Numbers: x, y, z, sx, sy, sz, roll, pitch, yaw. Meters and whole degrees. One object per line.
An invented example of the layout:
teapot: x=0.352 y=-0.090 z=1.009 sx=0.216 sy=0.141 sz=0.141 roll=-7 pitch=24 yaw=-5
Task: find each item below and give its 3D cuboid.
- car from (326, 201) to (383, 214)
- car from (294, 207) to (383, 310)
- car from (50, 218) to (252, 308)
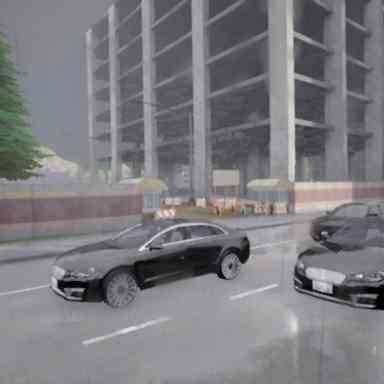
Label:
car: x=6.852 y=1.178 z=13.721 sx=5.008 sy=1.535 sz=1.882 roll=-2 pitch=1 yaw=-38
car: x=4.194 y=1.323 z=7.255 sx=4.902 sy=1.511 sz=2.128 roll=-2 pitch=1 yaw=-38
car: x=-0.711 y=1.415 z=7.895 sx=4.902 sy=1.511 sz=2.128 roll=-2 pitch=1 yaw=-38
